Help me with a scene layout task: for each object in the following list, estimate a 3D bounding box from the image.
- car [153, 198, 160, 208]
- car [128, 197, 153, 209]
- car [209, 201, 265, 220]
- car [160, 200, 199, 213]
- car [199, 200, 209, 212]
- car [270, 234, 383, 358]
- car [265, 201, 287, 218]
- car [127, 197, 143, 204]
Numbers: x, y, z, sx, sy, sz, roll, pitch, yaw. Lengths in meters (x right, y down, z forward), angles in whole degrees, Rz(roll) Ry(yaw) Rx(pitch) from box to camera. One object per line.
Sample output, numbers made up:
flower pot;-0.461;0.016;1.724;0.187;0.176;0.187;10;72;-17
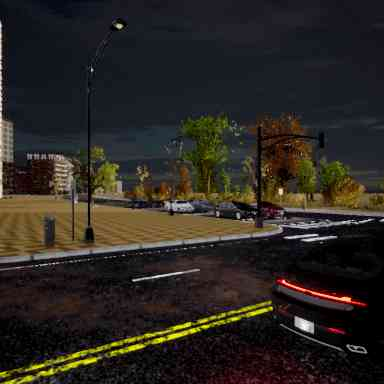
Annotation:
car;-5.563;1.673;50.970;1.994;1.385;4.181;0;0;-30
car;-7.750;1.682;48.276;1.994;1.385;4.181;0;0;-31
car;3.831;1.572;29.237;1.837;1.490;4.892;0;0;-32
car;-1.496;1.618;37.887;1.812;1.442;4.674;0;0;-31
car;1.123;1.630;39.823;2.033;1.411;5.357;0;0;-32
car;3.485;1.507;5.754;4.892;1.490;1.837;0;0;-34
car;6.633;1.583;30.871;1.812;1.442;4.674;0;0;-30
car;-11.809;1.692;68.830;1.994;1.385;4.181;0;0;-29
